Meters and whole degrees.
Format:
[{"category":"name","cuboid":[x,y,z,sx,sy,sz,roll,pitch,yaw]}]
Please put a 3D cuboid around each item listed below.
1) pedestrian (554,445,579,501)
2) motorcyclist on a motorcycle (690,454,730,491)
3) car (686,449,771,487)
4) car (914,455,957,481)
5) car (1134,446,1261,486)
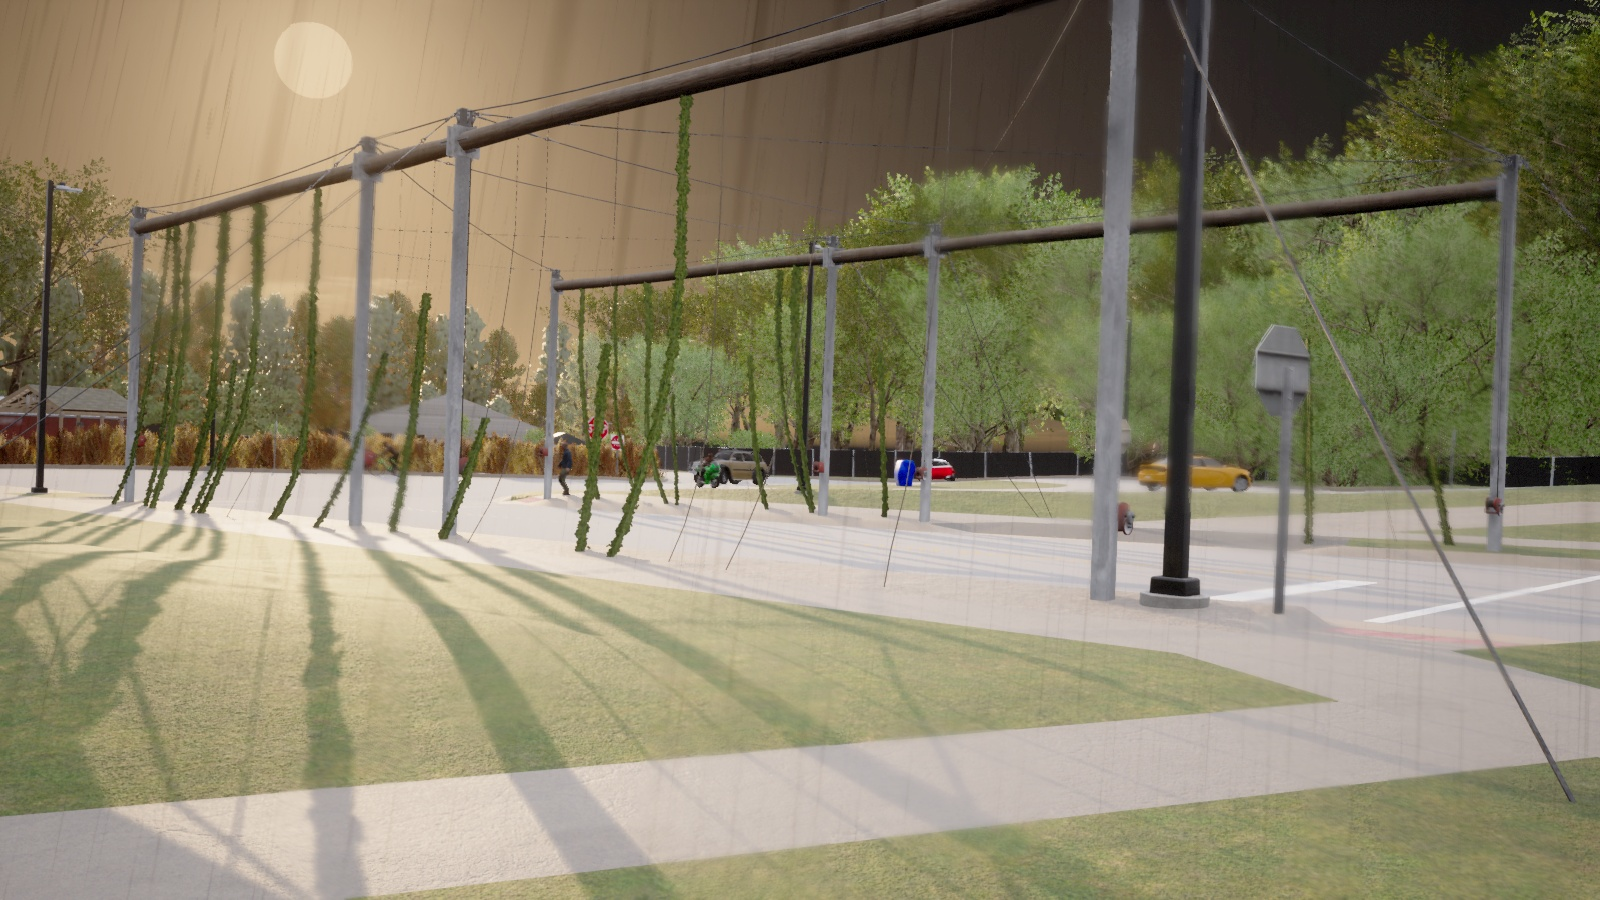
[{"category":"pedestrian","cuboid":[-7.705,0.764,41.387,0.726,1.842,0.402,1,0,-22]},{"category":"motorcyclist on a motorcycle","cuboid":[-3.798,0.960,52.831,0.797,1.523,2.044,2,-2,-31]},{"category":"car","cuboid":[-3.677,0.966,65.357,1.932,1.855,4.605,-1,-2,37]},{"category":"car","cuboid":[7.933,1.041,73.353,2.207,1.376,1.481,-3,-1,16]},{"category":"car","cuboid":[16.446,0.632,51.937,5.008,1.535,1.882,-1,0,-24]}]
